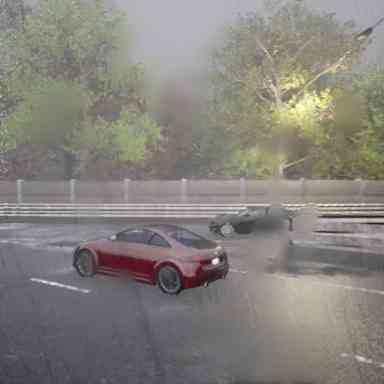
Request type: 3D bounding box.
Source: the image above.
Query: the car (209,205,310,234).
[{"bbox_3d":[3.310,1.424,16.630,5.008,1.535,1.882,0,0,1],"label":"car"}]

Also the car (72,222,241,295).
[{"bbox_3d":[-1.150,1.528,8.636,4.181,1.385,1.994,1,-1,33],"label":"car"}]
